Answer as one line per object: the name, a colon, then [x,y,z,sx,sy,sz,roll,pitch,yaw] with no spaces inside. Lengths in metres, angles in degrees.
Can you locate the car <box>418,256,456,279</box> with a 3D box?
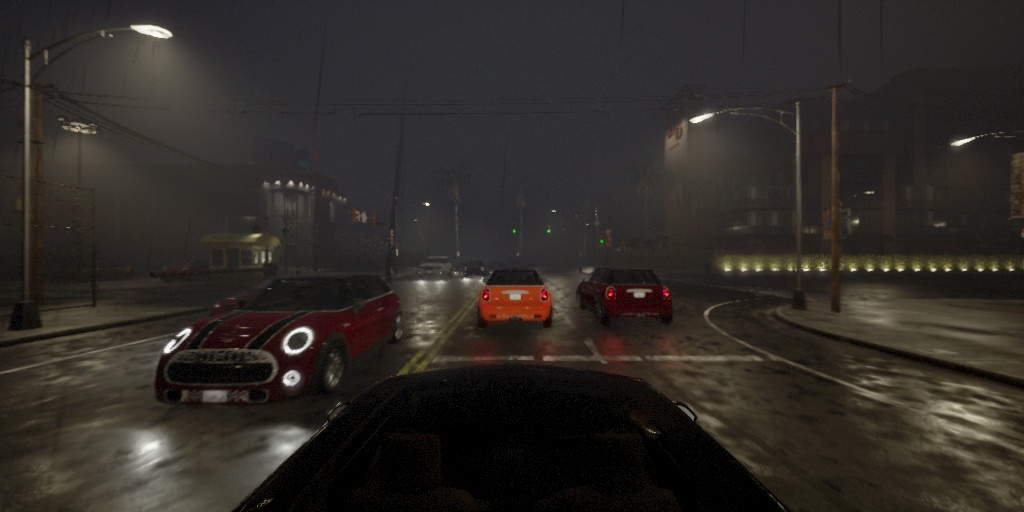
car: [-7.048,1.050,33.526,2.150,2.045,5.566,0,0,1]

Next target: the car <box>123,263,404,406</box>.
car: [-3.603,1.114,6.590,2.097,1.767,4.553,0,0,0]

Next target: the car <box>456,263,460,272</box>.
car: [-6.166,1.369,48.396,1.837,1.490,4.892,0,-1,10]

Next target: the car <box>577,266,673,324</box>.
car: [3.592,1.126,12.224,2.097,1.767,4.553,0,0,0]

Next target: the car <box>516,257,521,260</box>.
car: [3.081,1.426,63.590,1.812,1.442,4.674,0,0,31]

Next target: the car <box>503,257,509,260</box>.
car: [-2.379,1.345,49.960,1.882,1.535,5.008,0,1,15]

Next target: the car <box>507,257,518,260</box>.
car: [-0.190,1.125,65.023,2.150,2.045,5.566,0,0,31]

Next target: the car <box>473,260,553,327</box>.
car: [0.092,1.125,11.772,2.097,1.767,4.553,0,0,0]

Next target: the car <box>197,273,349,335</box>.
car: [-7.104,1.337,11.299,1.994,1.385,4.181,0,0,0]

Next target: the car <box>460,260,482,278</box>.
car: [-3.502,1.184,35.486,2.097,1.767,4.553,0,0,1]
